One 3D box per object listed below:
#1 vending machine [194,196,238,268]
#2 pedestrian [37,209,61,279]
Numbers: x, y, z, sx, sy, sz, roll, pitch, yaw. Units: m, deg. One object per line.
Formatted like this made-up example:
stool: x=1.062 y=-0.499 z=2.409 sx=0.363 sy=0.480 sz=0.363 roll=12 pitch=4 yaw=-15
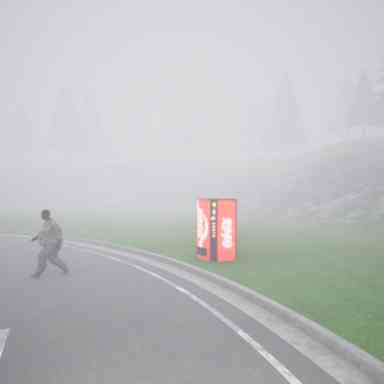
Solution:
vending machine: x=0.763 y=1.195 z=10.546 sx=1.100 sy=2.100 sz=0.880 roll=0 pitch=0 yaw=-33
pedestrian: x=-3.701 y=1.294 z=8.622 sx=0.375 sy=1.860 sz=0.375 roll=0 pitch=0 yaw=-36
